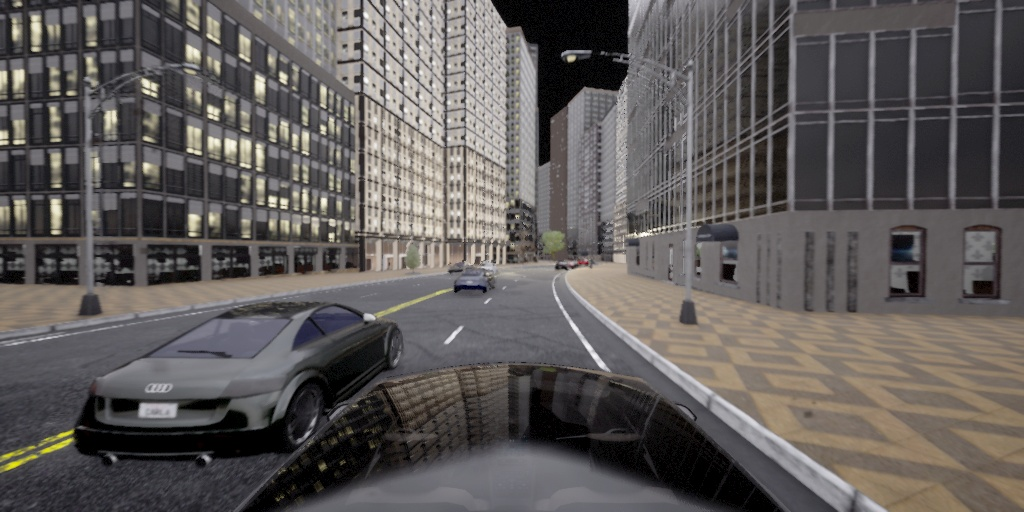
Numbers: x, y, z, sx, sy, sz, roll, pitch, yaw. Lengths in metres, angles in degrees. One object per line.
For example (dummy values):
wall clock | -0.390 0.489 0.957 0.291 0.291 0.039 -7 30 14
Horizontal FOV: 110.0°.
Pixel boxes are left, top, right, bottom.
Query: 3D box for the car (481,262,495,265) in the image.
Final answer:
car | -2.905 1.490 42.403 1.812 1.442 4.674 0 0 10

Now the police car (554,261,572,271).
police car | 8.009 1.552 57.553 1.930 1.638 5.238 0 0 14

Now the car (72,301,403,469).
car | -3.056 1.324 5.128 1.994 1.385 4.181 0 0 1

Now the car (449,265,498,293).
car | -2.168 1.419 21.773 1.994 1.385 4.181 0 0 5

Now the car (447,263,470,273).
car | -6.102 1.495 43.144 2.033 1.411 5.357 0 0 10
